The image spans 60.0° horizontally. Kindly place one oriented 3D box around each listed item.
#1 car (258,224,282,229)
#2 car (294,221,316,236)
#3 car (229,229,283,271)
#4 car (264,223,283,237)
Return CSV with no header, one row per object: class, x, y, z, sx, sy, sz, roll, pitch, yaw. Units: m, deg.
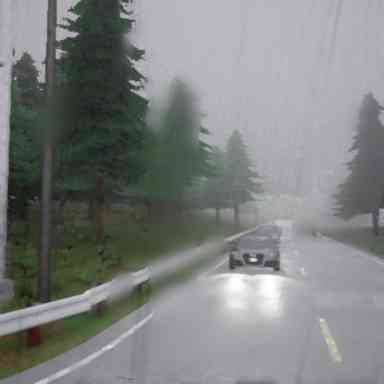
car,5.644,3.249,24.760,2.128,1.511,4.902,-2,-5,15
car,13.252,4.295,38.563,1.837,1.490,4.892,-2,-6,15
car,2.849,2.537,14.556,1.994,1.385,4.181,-2,-5,15
car,9.495,4.396,38.710,1.994,1.385,4.181,-2,-5,16
